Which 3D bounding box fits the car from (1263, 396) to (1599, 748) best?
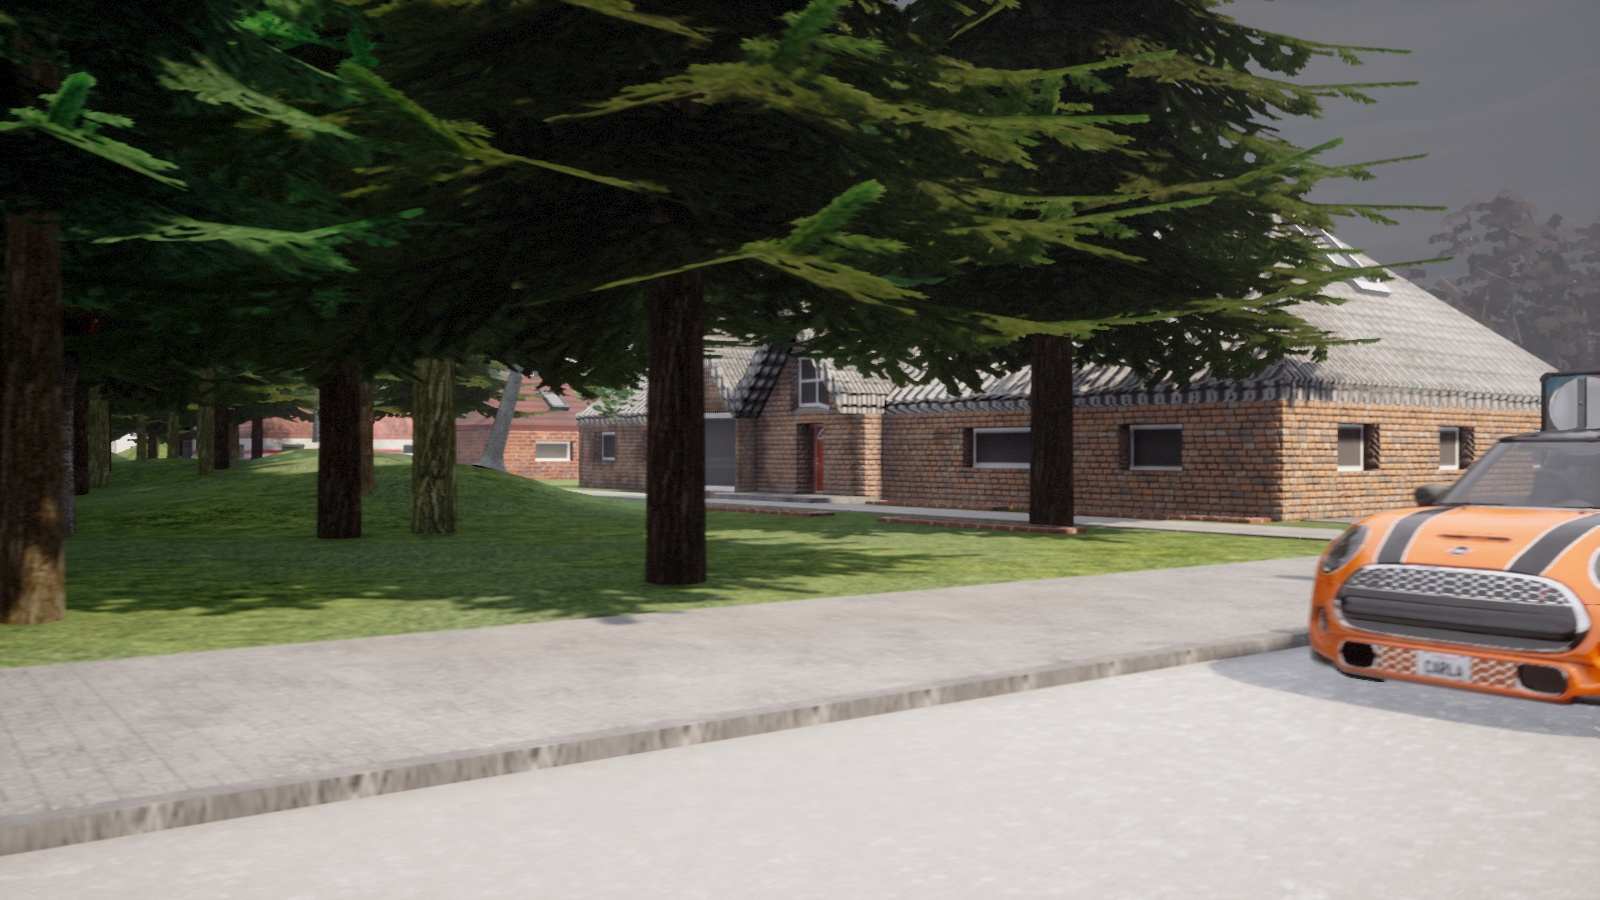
[{"bbox_3d":[5.332,0.614,8.327,4.553,1.767,2.097,0,0,-37],"label":"car"}]
